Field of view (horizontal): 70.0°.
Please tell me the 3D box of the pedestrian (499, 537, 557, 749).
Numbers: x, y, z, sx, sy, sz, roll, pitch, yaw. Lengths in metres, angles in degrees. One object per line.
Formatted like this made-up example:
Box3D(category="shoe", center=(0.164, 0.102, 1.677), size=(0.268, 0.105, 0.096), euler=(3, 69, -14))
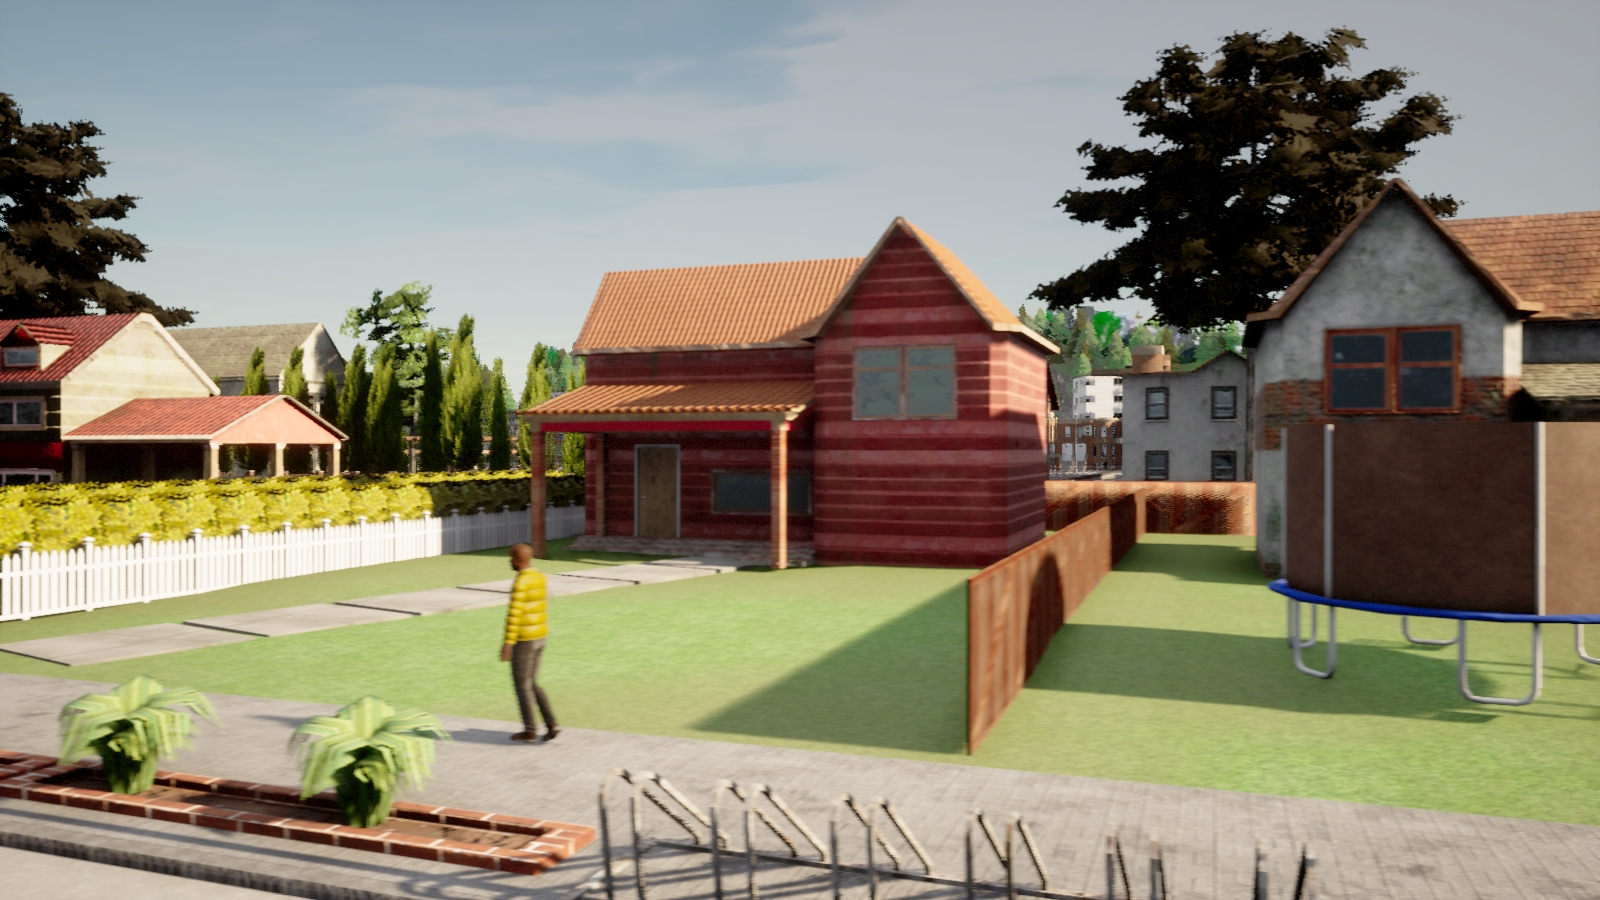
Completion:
Box3D(category="pedestrian", center=(-2.480, 1.741, 10.436), size=(0.375, 1.860, 0.375), euler=(0, 0, 19))
